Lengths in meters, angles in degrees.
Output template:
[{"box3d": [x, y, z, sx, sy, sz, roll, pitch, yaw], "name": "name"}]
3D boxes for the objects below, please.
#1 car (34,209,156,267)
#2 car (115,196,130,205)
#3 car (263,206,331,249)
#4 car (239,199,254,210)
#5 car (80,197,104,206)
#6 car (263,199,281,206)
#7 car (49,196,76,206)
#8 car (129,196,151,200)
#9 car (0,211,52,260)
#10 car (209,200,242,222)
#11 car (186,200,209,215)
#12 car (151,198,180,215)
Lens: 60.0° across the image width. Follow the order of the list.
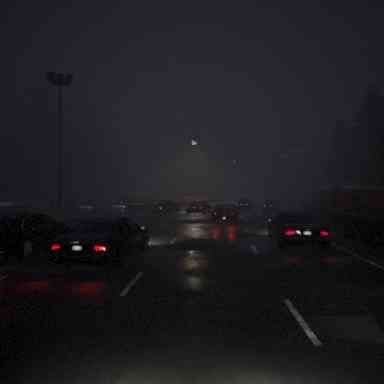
[{"box3d": [-2.838, 1.540, 11.338, 2.033, 1.411, 5.357, 0, 0, 5], "name": "car"}, {"box3d": [-11.152, 1.472, 55.888, 1.837, 1.490, 4.892, 0, 0, 19], "name": "car"}, {"box3d": [4.504, 1.553, 14.640, 2.033, 1.411, 5.357, 0, 0, 7], "name": "car"}, {"box3d": [6.684, 1.552, 42.196, 2.033, 1.411, 5.357, 0, 0, 17], "name": "car"}, {"box3d": [-15.779, 1.485, 52.919, 1.812, 1.442, 4.674, 0, 0, 18], "name": "car"}, {"box3d": [9.186, 1.558, 38.441, 2.033, 1.411, 5.357, 0, 0, 16], "name": "car"}, {"box3d": [-19.947, 1.457, 51.359, 1.837, 1.490, 4.892, 0, 0, 18], "name": "car"}, {"box3d": [-7.892, 1.478, 54.652, 1.837, 1.490, 4.892, 0, 0, 18], "name": "car"}, {"box3d": [-6.216, 1.490, 12.411, 1.837, 1.490, 4.892, 0, 0, 5], "name": "car"}, {"box3d": [2.748, 1.601, 26.354, 1.895, 1.301, 4.718, 0, 0, 10], "name": "car"}, {"box3d": [0.812, 1.542, 34.071, 2.033, 1.411, 5.357, 0, 0, 14], "name": "car"}, {"box3d": [-2.609, 1.552, 34.542, 1.994, 1.385, 4.181, 0, 0, 13], "name": "car"}]
